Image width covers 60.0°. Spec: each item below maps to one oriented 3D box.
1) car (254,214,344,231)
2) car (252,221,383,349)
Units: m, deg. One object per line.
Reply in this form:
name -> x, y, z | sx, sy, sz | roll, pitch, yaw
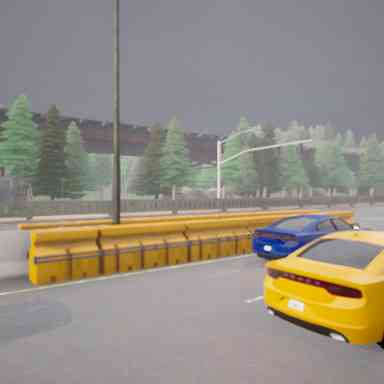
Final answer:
car -> 4.189, 1.477, 11.043 | 5.008, 1.535, 1.882 | 0, 0, -36
car -> 3.528, 1.477, 6.264 | 5.008, 1.535, 1.882 | 0, 0, -35
